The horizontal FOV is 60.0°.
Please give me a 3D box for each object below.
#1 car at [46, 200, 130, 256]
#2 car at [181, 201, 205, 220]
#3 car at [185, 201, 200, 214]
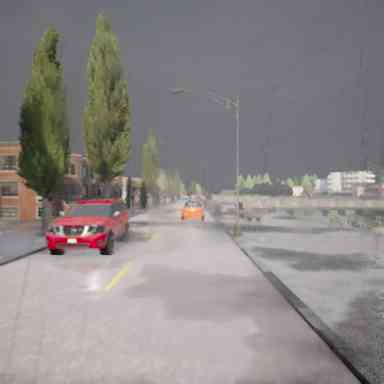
[{"bbox_3d":[-4.089,1.356,14.130,2.150,2.045,5.566,0,-1,0],"label":"car"},{"bbox_3d":[0.085,1.641,31.101,2.097,1.767,4.553,0,-1,0],"label":"car"},{"bbox_3d":[0.077,1.919,42.416,1.812,1.442,4.674,0,0,0],"label":"car"}]
